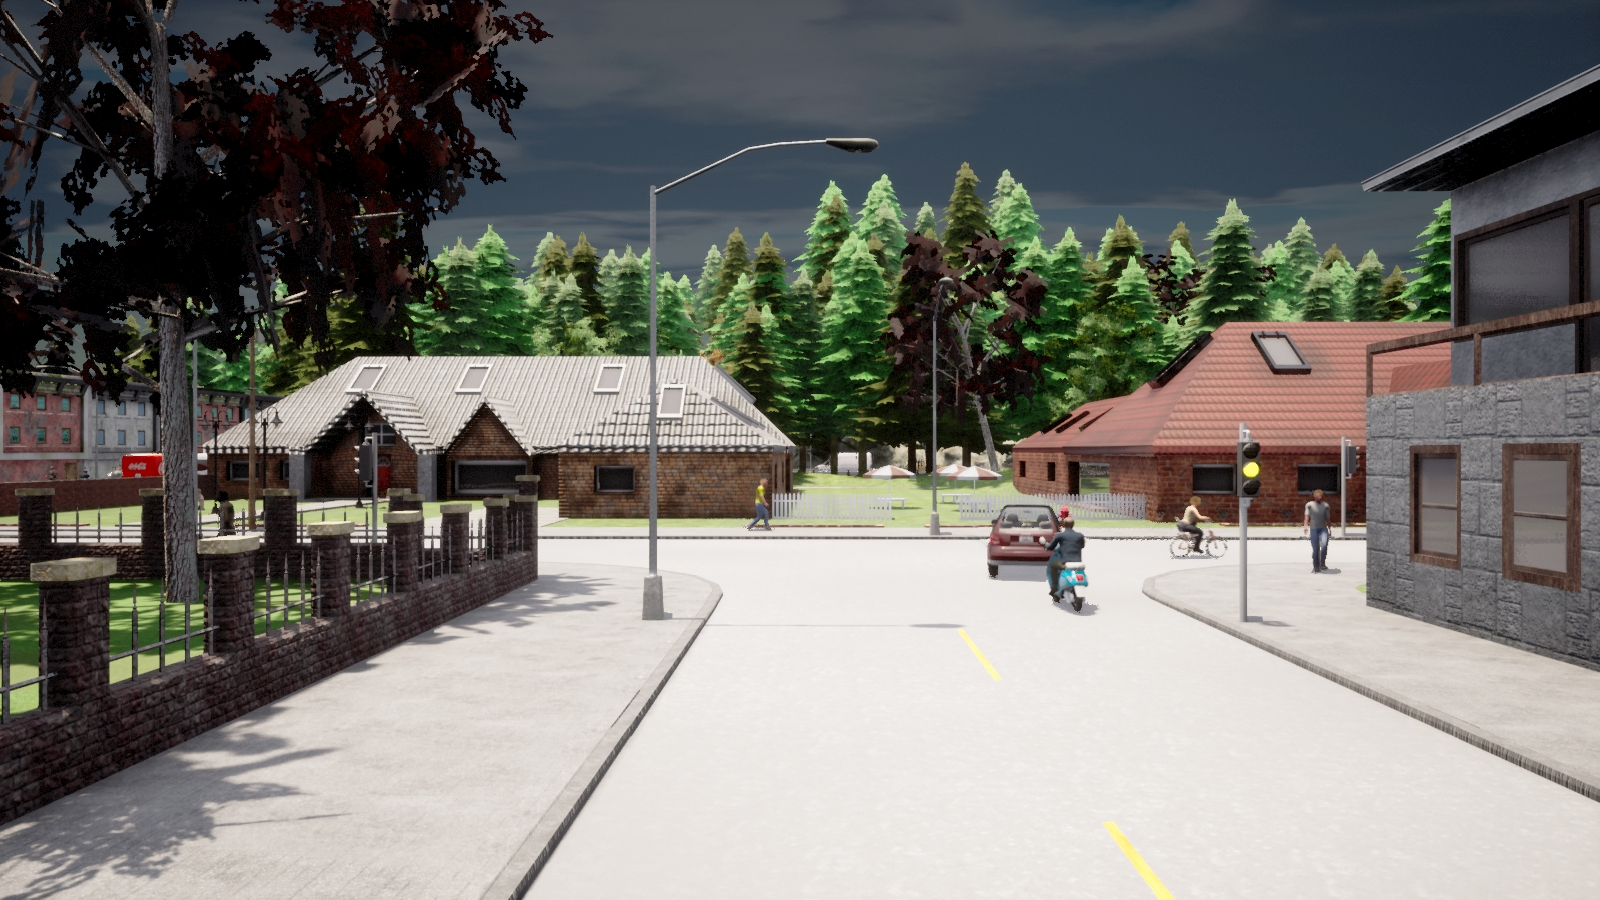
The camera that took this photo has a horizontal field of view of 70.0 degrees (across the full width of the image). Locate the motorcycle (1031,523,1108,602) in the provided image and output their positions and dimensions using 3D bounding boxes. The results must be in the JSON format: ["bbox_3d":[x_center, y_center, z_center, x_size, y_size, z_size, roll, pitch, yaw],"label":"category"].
[{"bbox_3d":[4.762,1.962,20.320,0.856,1.236,1.805,0,0,-3],"label":"motorcycle"}]

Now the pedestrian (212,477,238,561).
[{"bbox_3d":[-12.754,1.523,25.356,0.375,1.860,0.375,0,0,4],"label":"pedestrian"}]

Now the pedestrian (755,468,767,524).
[{"bbox_3d":[-1.286,1.524,37.949,0.375,1.860,0.375,0,0,2],"label":"pedestrian"}]

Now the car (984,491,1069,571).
[{"bbox_3d":[5.286,1.806,26.413,1.789,1.549,3.705,0,0,13],"label":"car"}]

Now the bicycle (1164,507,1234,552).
[{"bbox_3d":[10.279,2.036,29.501,1.487,1.080,0.859,0,1,-2],"label":"bicycle"}]

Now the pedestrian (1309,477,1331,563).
[{"bbox_3d":[11.353,1.518,24.948,0.375,1.860,0.375,0,0,12],"label":"pedestrian"}]

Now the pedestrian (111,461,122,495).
[{"bbox_3d":[-37.034,1.524,61.913,0.375,1.860,0.375,0,0,2],"label":"pedestrian"}]
